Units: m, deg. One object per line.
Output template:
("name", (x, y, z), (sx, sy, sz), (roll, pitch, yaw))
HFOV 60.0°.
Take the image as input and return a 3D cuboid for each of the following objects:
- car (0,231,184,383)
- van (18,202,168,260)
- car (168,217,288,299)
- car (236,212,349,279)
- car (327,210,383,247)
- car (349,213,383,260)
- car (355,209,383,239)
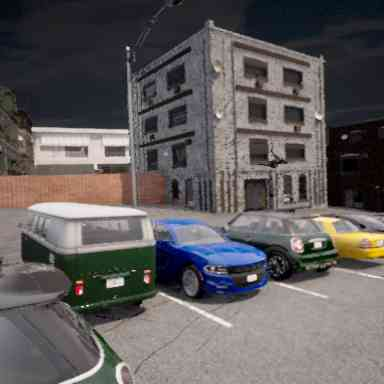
("car", (-2.523, 1.361, 1.574), (4.553, 1.767, 2.097), (0, 0, -35))
("van", (-2.544, 1.251, 7.331), (1.878, 1.987, 4.442), (0, 0, -35))
("car", (-0.220, 1.492, 8.850), (2.097, 1.535, 5.008), (0, 0, -35))
("car", (2.074, 1.400, 10.440), (2.185, 1.767, 4.553), (1, 0, -35))
("car", (8.976, 1.683, 15.395), (2.002, 1.452, 4.674), (1, -1, -35))
("car", (6.720, 1.634, 13.755), (2.163, 1.488, 4.792), (1, -1, -35))
("car", (11.148, 1.720, 16.943), (2.002, 1.452, 4.674), (1, -1, -35))
